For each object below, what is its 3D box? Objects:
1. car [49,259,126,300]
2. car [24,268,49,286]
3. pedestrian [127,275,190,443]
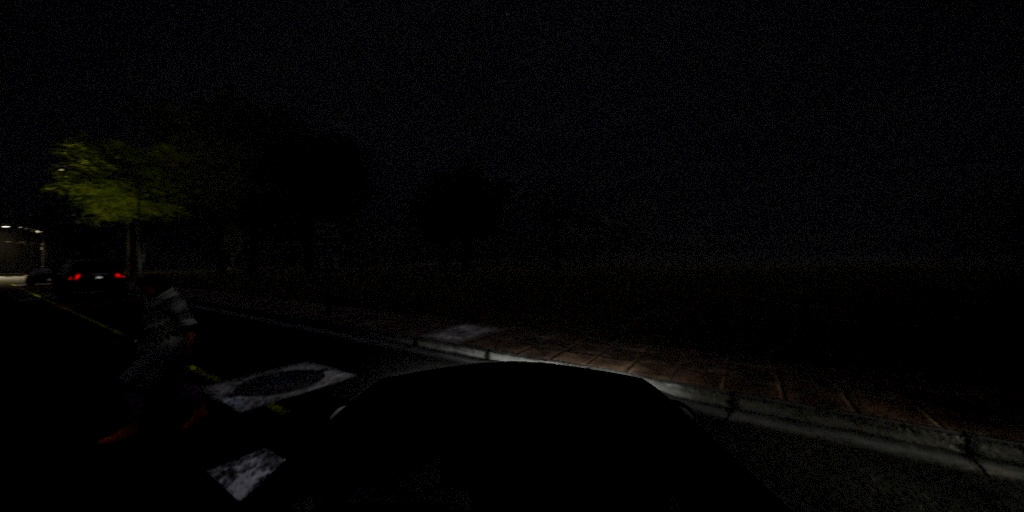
[{"bbox_3d":[-23.507,1.230,19.932,5.566,2.045,2.150,-1,0,33],"label":"car"},{"bbox_3d":[-39.980,1.780,30.778,4.674,1.442,1.812,-1,0,33],"label":"car"},{"bbox_3d":[-3.935,1.082,3.996,0.375,1.860,0.375,-1,0,33],"label":"pedestrian"}]
